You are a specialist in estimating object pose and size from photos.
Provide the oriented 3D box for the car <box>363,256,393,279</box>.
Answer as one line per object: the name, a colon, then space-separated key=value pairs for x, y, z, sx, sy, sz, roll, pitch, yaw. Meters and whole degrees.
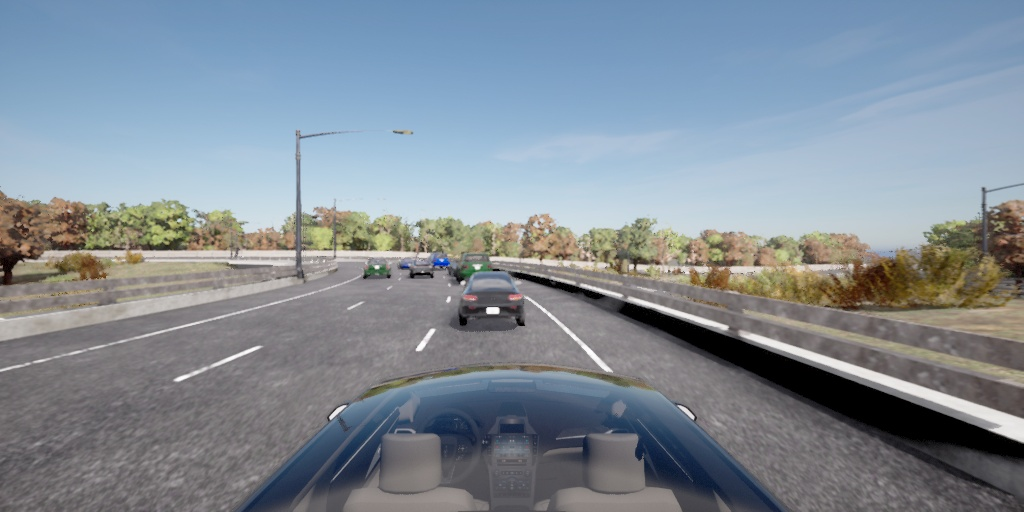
car: x=-11.300 y=0.923 z=30.437 sx=2.097 sy=1.767 sz=4.553 roll=0 pitch=0 yaw=-17

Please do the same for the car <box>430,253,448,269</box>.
car: x=-9.615 y=0.674 z=46.210 sx=2.150 sy=2.045 sz=5.566 roll=0 pitch=1 yaw=-23

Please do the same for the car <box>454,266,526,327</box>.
car: x=-0.645 y=1.209 z=11.240 sx=1.812 sy=1.442 sz=4.674 roll=0 pitch=0 yaw=-4

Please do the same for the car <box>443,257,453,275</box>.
car: x=-4.662 y=1.084 z=32.596 sx=2.033 sy=1.411 sz=5.357 roll=0 pitch=0 yaw=-17

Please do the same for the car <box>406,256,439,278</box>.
car: x=-7.755 y=1.052 z=30.731 sx=2.128 sy=1.511 sz=4.902 roll=0 pitch=1 yaw=-17

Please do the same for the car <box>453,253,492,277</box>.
car: x=-2.663 y=0.810 z=24.807 sx=2.150 sy=2.045 sz=5.566 roll=0 pitch=0 yaw=-12

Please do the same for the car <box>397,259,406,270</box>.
car: x=-13.769 y=1.022 z=46.878 sx=1.994 sy=1.385 sz=4.181 roll=0 pitch=0 yaw=-25
